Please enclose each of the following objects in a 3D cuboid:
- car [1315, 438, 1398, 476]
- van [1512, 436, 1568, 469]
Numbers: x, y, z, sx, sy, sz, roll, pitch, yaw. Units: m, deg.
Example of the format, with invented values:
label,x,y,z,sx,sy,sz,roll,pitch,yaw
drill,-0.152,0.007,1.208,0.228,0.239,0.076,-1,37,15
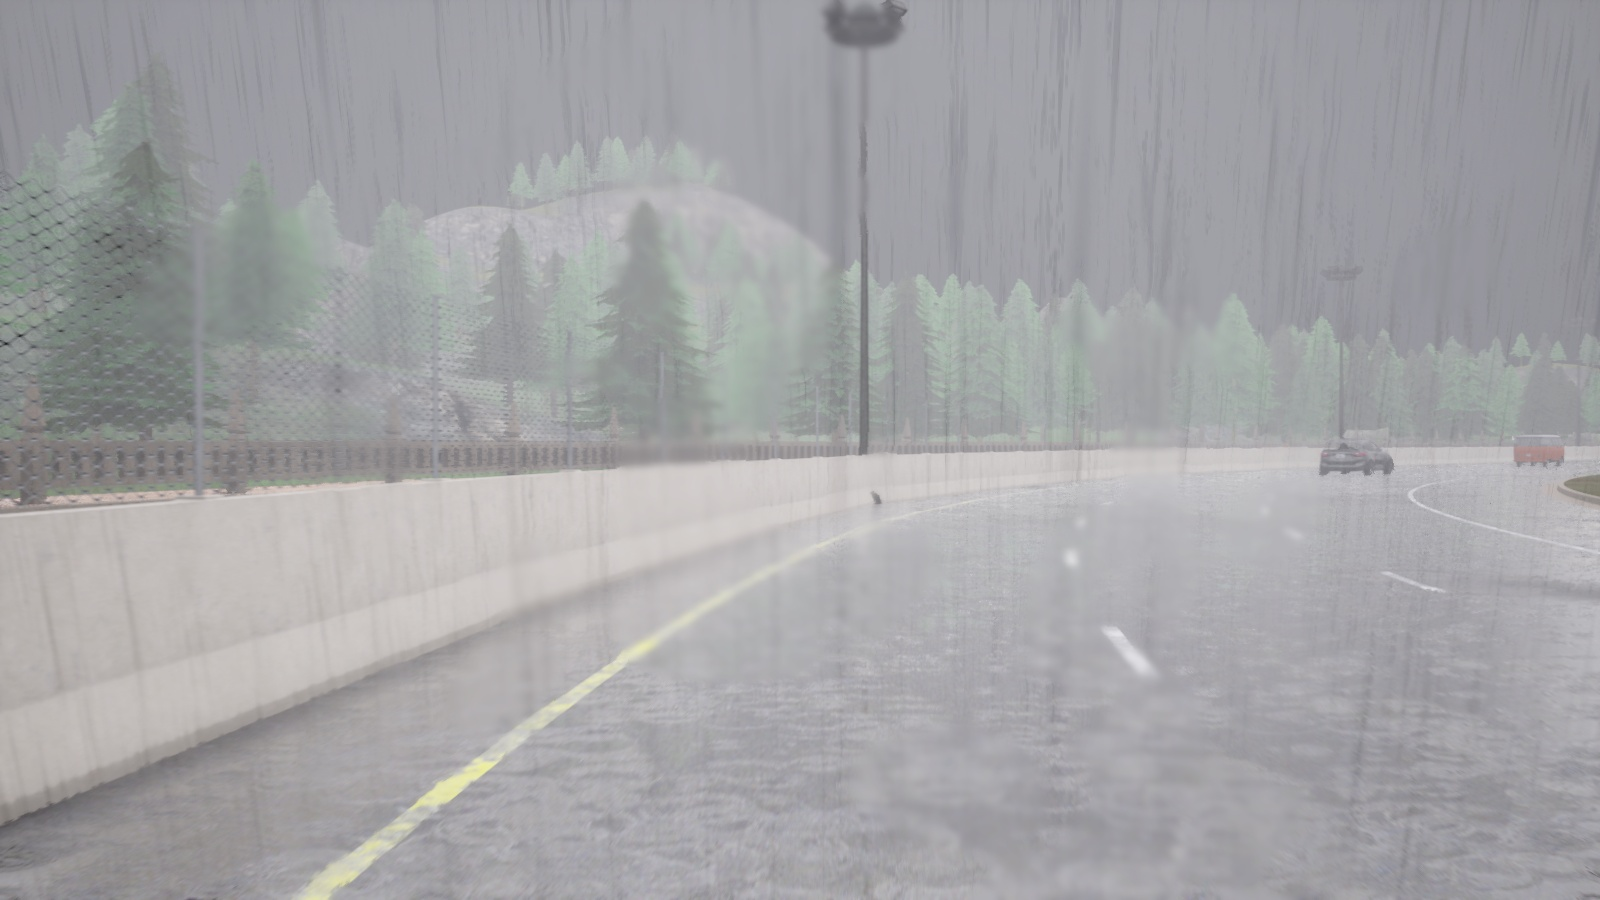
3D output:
label,x,y,z,sx,sy,sz,roll,pitch,yaw
car,25.823,0.298,58.175,2.242,1.667,4.611,0,0,41
van,45.501,0.126,77.184,4.442,1.987,1.775,0,0,-43
